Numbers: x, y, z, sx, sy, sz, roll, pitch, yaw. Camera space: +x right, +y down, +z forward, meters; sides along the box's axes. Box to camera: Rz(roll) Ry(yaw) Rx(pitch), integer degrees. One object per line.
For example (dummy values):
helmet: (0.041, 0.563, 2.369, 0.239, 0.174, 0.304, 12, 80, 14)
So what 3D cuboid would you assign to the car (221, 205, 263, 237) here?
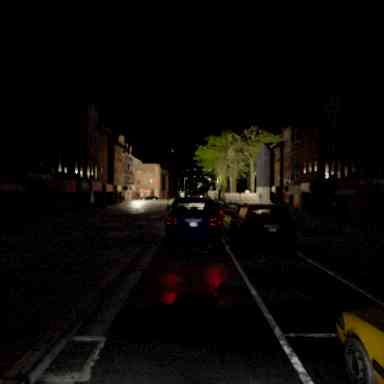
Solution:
car: (2.718, 1.556, 19.199, 1.752, 1.417, 4.829, 0, 0, 0)

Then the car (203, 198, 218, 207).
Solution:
car: (2.892, 1.654, 52.763, 2.008, 1.369, 4.403, 0, 0, 0)

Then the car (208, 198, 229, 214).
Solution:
car: (2.805, 1.496, 35.897, 1.967, 1.590, 4.097, 0, 0, 0)

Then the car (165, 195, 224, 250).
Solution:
car: (0.065, 1.229, 14.426, 2.150, 2.045, 5.566, 1, 0, 0)

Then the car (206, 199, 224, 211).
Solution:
car: (2.834, 1.621, 41.518, 2.008, 1.369, 4.403, 0, 0, 0)

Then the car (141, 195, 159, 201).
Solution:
car: (-11.522, 1.608, 90.400, 4.892, 1.490, 1.837, 1, 0, 0)

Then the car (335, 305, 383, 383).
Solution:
car: (2.630, 1.549, 2.333, 1.752, 1.417, 4.829, 0, 0, 0)

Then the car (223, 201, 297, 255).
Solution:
car: (2.688, 1.341, 13.408, 2.192, 1.841, 5.009, 0, 0, 0)

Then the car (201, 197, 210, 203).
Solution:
car: (3.008, 1.768, 75.249, 1.947, 1.339, 4.313, 0, 0, 0)

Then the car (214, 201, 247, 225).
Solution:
car: (2.746, 1.477, 24.653, 1.967, 1.590, 4.097, 0, 0, 0)

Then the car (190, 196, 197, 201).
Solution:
car: (0.468, 1.756, 91.793, 1.812, 1.442, 4.674, 1, 0, 0)
